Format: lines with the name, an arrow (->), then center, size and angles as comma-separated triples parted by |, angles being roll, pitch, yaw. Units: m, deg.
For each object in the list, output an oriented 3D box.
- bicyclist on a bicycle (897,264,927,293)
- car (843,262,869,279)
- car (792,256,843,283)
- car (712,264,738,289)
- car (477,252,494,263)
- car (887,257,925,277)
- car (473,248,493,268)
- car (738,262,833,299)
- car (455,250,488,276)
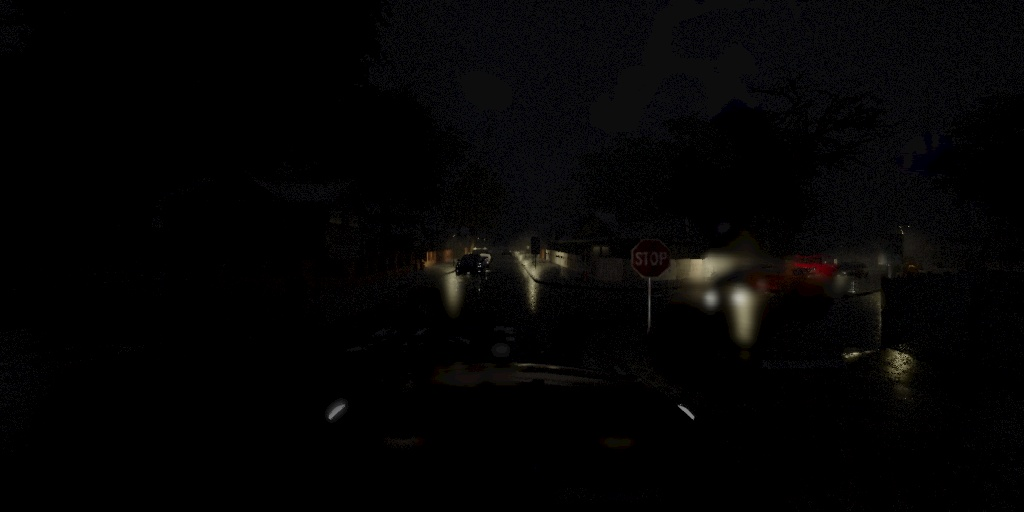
bicyclist on a bicycle -> 21.704, 1.238, 19.461 | 0.582, 1.620, 1.656 | 0, 0, -33
car -> 32.185, 1.318, 33.954 | 4.902, 1.511, 2.128 | 0, 0, -36
car -> 22.675, 0.999, 27.211 | 5.566, 2.045, 2.150 | 0, 0, -34
car -> 14.135, 1.211, 21.669 | 5.008, 1.535, 1.882 | 0, 0, -32
car -> -3.635, 0.130, 49.413 | 1.994, 1.385, 4.181 | 0, 2, 0
car -> 38.974, 1.092, 35.479 | 5.566, 2.045, 2.150 | 0, 0, -38
car -> -3.481, 0.140, 39.377 | 2.150, 2.045, 5.566 | 0, 2, -1
car -> 13.782, 1.217, 17.990 | 5.008, 1.535, 1.882 | 0, 0, -31
car -> -3.302, 0.626, 29.098 | 2.097, 1.767, 4.553 | 0, 2, -1
